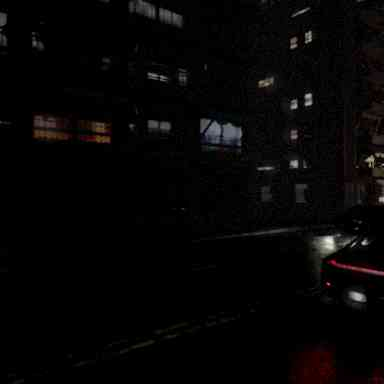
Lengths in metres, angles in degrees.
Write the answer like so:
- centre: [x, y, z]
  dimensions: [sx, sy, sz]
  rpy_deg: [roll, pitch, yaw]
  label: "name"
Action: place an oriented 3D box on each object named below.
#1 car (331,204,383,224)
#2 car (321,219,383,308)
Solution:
- centre: [9.953, 1.469, 19.147]
  dimensions: [5.008, 1.535, 1.882]
  rpy_deg: [0, 0, -37]
  label: "car"
- centre: [4.650, 1.488, 6.850]
  dimensions: [4.902, 1.511, 2.128]
  rpy_deg: [0, 0, -36]
  label: "car"
